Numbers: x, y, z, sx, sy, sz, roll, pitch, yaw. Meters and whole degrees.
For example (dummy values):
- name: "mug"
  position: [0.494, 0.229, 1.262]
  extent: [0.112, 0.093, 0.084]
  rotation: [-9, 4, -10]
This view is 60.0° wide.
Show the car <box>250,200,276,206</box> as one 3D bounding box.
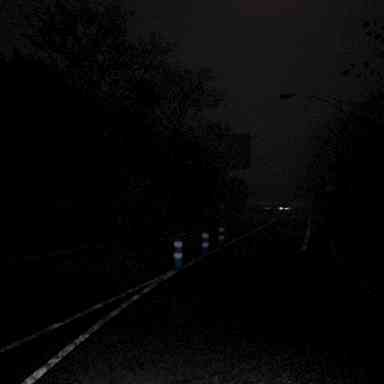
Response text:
- name: "car"
  position: [19.850, 3.276, 93.063]
  extent: [5.366, 1.575, 1.946]
  rotation: [0, -2, 19]

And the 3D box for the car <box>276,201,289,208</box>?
- name: "car"
  position: [20.416, 2.746, 73.519]
  extent: [1.994, 1.385, 4.181]
  rotation: [0, -1, 19]
